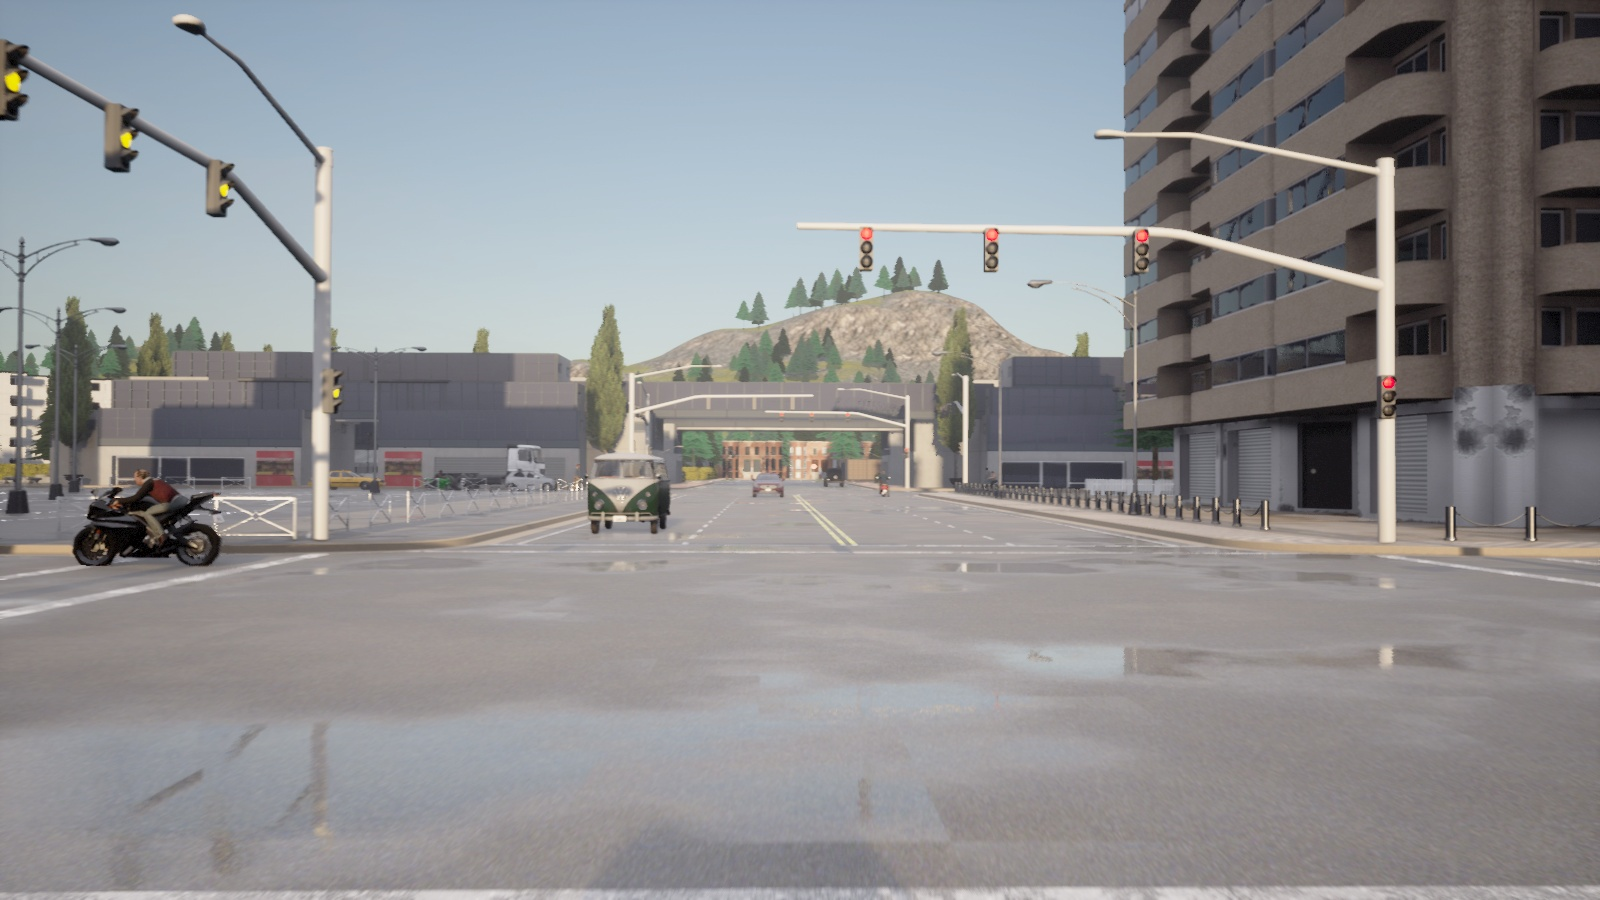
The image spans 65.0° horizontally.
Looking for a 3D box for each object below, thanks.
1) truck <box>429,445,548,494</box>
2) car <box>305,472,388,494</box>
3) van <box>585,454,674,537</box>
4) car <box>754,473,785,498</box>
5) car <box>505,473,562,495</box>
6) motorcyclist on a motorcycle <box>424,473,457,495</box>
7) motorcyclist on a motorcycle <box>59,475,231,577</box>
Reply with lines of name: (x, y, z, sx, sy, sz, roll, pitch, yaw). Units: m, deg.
truck: (-22.536, 1.444, 91.195, 7.936, 3.462, 2.891, 0, -1, 0)
car: (-32.944, 2.405, 91.225, 5.366, 1.575, 1.801, 0, -1, 0)
van: (-4.301, 1.123, 32.221, 1.775, 1.987, 4.442, 0, -1, -1)
car: (-1.803, 2.093, 74.419, 1.812, 1.442, 4.674, 0, -1, -1)
car: (-18.587, 2.367, 87.696, 3.633, 1.501, 1.845, 0, -1, 0)
motorcyclist on a motorcycle: (-25.100, 2.360, 87.685, 2.044, 1.523, 0.797, 0, -1, 0)
motorcyclist on a motorcycle: (-10.092, 1.156, 19.398, 2.191, 1.530, 0.866, 0, -1, -2)
